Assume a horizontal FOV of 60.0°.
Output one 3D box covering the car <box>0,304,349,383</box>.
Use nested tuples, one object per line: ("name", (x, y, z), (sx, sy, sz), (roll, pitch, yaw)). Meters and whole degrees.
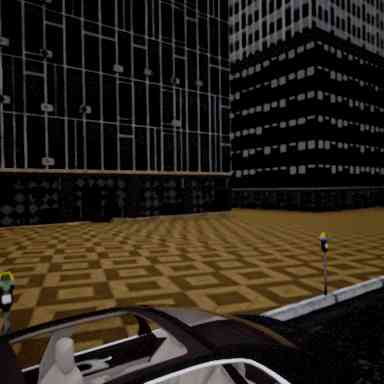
("car", (-0.807, 1.550, 1.886), (4.403, 1.369, 2.008), (0, -1, -36))
